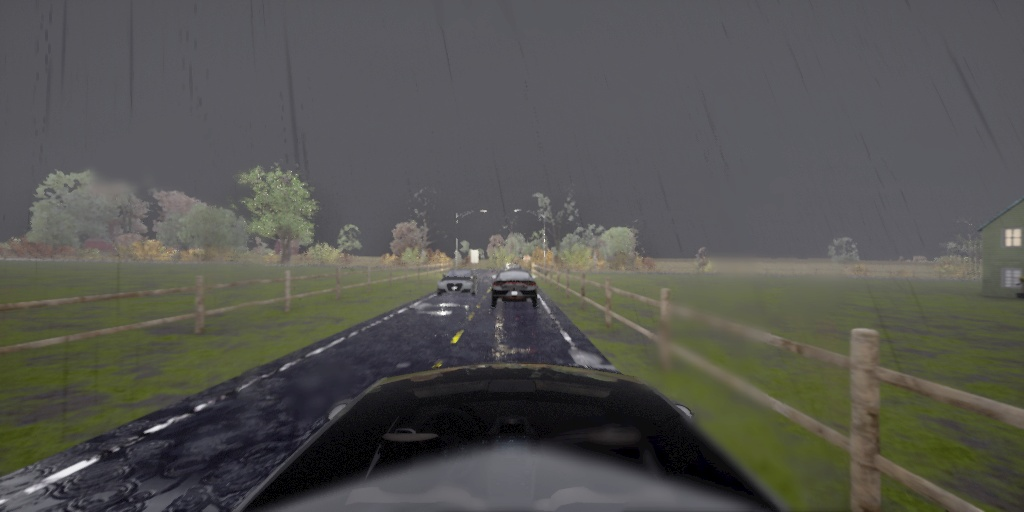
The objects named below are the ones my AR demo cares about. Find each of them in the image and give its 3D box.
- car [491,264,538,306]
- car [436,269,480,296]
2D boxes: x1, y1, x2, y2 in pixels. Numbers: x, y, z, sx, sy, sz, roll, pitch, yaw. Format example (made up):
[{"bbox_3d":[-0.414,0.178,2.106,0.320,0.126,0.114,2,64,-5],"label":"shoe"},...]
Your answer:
[{"bbox_3d":[0.096,1.302,16.279,1.882,1.535,5.008,0,-1,0],"label":"car"},{"bbox_3d":[-2.853,1.407,19.785,1.994,1.385,4.181,0,0,0],"label":"car"}]
